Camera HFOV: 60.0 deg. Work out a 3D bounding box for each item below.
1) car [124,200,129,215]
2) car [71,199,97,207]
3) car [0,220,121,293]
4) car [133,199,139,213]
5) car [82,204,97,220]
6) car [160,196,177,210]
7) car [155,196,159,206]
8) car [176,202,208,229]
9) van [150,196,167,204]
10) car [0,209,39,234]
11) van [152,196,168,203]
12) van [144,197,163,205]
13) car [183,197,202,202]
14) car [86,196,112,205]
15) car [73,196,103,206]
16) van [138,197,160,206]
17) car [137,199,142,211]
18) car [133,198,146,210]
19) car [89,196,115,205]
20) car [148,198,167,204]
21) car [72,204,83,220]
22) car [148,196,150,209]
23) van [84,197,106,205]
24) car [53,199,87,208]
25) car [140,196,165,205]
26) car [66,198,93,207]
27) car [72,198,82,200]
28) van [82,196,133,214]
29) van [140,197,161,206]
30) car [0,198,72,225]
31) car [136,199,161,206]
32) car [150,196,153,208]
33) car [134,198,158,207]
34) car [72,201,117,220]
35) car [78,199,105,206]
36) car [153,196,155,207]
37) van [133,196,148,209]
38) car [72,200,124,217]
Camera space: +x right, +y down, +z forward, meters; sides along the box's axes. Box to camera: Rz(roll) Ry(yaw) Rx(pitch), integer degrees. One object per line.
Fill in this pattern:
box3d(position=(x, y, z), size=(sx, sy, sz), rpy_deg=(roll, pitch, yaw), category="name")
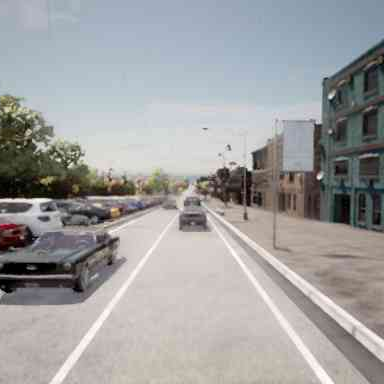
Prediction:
box3d(position=(-8.956, 1.790, 32.163), size=(4.792, 1.488, 2.163), rpy_deg=(0, -1, 0), category="car")
box3d(position=(-22.076, 2.204, 68.087), size=(4.792, 1.488, 2.163), rpy_deg=(0, -1, 0), category="car")
box3d(position=(-3.363, 1.676, 9.198), size=(1.895, 1.301, 4.718), rpy_deg=(0, 0, 0), category="car")
box3d(position=(-8.913, 1.854, 37.769), size=(4.792, 1.488, 2.163), rpy_deg=(0, -1, 0), category="car")
box3d(position=(-8.867, 1.671, 20.953), size=(4.792, 1.488, 2.163), rpy_deg=(0, -1, 0), category="car")
box3d(position=(-3.394, 1.862, 51.701), size=(2.097, 1.767, 4.553), rpy_deg=(0, -1, 0), category="car")
box3d(position=(-8.967, 1.800, 57.394), size=(5.566, 2.045, 2.435), rpy_deg=(0, -1, 0), category="car")
box3d(position=(0.069, 1.700, 23.014), size=(1.837, 1.490, 4.892), rpy_deg=(0, 0, 0), category="car")
box3d(position=(-9.204, 2.172, 91.037), size=(4.442, 1.987, 1.878), rpy_deg=(0, 0, 0), category="van")
box3d(position=(-8.868, 1.569, 12.544), size=(5.008, 1.535, 2.097), rpy_deg=(0, 0, 0), category="car")
box3d(position=(-8.978, 2.187, 93.839), size=(4.442, 1.987, 1.878), rpy_deg=(0, 0, 0), category="van")
box3d(position=(-9.173, 2.083, 79.816), size=(4.442, 1.987, 1.878), rpy_deg=(0, -1, 0), category="van")
box3d(position=(0.035, 1.613, 41.271), size=(2.150, 2.045, 5.566), rpy_deg=(0, -1, 0), category="car")
box3d(position=(-22.163, 2.051, 79.192), size=(5.566, 2.045, 2.435), rpy_deg=(0, -1, 0), category="car")
box3d(position=(-22.141, 1.956, 70.865), size=(5.566, 2.045, 2.435), rpy_deg=(0, -1, 0), category="car")
box3d(position=(-9.150, 1.987, 71.409), size=(4.442, 1.987, 1.878), rpy_deg=(0, -1, 0), category="van")
box3d(position=(-8.920, 1.887, 40.572), size=(4.792, 1.488, 2.163), rpy_deg=(0, -1, 0), category="car")
box3d(position=(-8.952, 1.889, 43.376), size=(5.008, 1.535, 2.097), rpy_deg=(0, -1, 0), category="car")
box3d(position=(-22.114, 2.078, 81.968), size=(5.566, 2.045, 2.435), rpy_deg=(0, -1, 0), category="car")
box3d(position=(-9.109, 2.412, 88.232), size=(4.792, 1.488, 2.163), rpy_deg=(0, 0, 0), category="car")
box3d(position=(-8.884, 1.617, 18.155), size=(4.892, 1.521, 2.231), rpy_deg=(0, 0, 0), category="car")
box3d(position=(-9.004, 1.828, 48.983), size=(4.553, 1.767, 2.185), rpy_deg=(0, -1, 0), category="car")
box3d(position=(-22.244, 2.045, 76.415), size=(4.442, 1.987, 1.878), rpy_deg=(0, -1, 0), category="van")
box3d(position=(-21.896, 2.076, 59.761), size=(5.366, 1.575, 1.946), rpy_deg=(0, -1, 0), category="car")
box3d(position=(-9.021, 2.026, 77.017), size=(5.566, 2.045, 2.435), rpy_deg=(0, -1, 0), category="car")
box3d(position=(-22.128, 2.017, 65.312), size=(4.553, 1.767, 2.185), rpy_deg=(0, -1, 0), category="car")
box3d(position=(-22.080, 2.048, 56.984), size=(4.892, 1.521, 2.231), rpy_deg=(0, -1, 0), category="car")
box3d(position=(-8.818, 1.567, 34.969), size=(4.442, 1.987, 1.878), rpy_deg=(0, -1, 0), category="van")
box3d(position=(-9.158, 2.019, 74.212), size=(4.442, 1.987, 1.878), rpy_deg=(0, -1, 0), category="van")
box3d(position=(-8.909, 1.341, 15.350), size=(5.566, 2.045, 2.435), rpy_deg=(0, 0, 0), category="car")
box3d(position=(-9.020, 2.181, 68.603), size=(4.892, 1.521, 2.231), rpy_deg=(0, -1, 0), category="car")
box3d(position=(-8.949, 1.861, 51.786), size=(4.553, 1.767, 2.185), rpy_deg=(0, -1, 0), category="car")
box3d(position=(-9.050, 2.022, 65.802), size=(4.553, 1.767, 2.185), rpy_deg=(0, -1, 0), category="car")
box3d(position=(-8.906, 1.697, 26.560), size=(5.008, 1.535, 2.097), rpy_deg=(0, -1, 0), category="car")
box3d(position=(-22.306, 2.236, 73.638), size=(5.366, 1.575, 1.946), rpy_deg=(0, -1, 0), category="car")
box3d(position=(-8.957, 1.893, 54.590), size=(4.553, 1.767, 2.185), rpy_deg=(0, -1, 0), category="car")
box3d(position=(-8.848, 1.696, 46.182), size=(4.442, 1.987, 1.878), rpy_deg=(0, -1, 0), category="van")
box3d(position=(-9.105, 1.725, 29.360), size=(5.366, 1.575, 1.946), rpy_deg=(0, -1, 0), category="car")
